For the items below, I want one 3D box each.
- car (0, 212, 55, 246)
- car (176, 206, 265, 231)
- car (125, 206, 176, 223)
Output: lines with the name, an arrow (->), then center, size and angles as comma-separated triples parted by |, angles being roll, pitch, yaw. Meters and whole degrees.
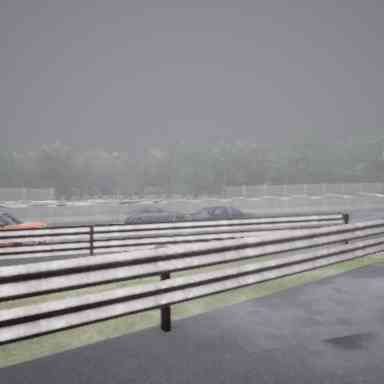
car -> -8.368, 1.648, 14.301 | 4.553, 1.767, 2.097 | -1, 0, -18
car -> 2.012, 1.610, 21.322 | 5.357, 1.411, 2.033 | -1, 0, -18
car -> -2.627, 1.707, 23.504 | 4.181, 1.385, 1.994 | -1, 0, -18
